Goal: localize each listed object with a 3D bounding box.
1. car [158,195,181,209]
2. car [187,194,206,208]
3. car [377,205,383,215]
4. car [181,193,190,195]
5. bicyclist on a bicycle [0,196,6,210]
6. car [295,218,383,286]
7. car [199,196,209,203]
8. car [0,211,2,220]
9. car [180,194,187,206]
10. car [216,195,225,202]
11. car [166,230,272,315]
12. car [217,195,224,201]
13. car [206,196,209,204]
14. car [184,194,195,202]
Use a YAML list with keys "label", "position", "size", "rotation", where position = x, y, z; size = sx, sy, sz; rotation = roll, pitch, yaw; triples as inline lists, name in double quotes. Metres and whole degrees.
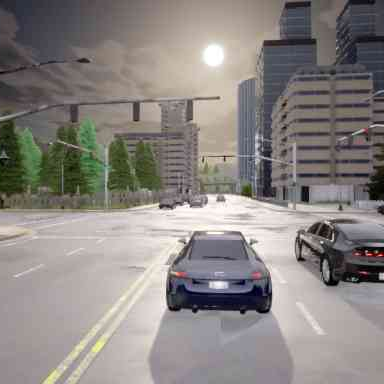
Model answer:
- label: "car"
  position: [-3.163, 1.547, 44.708]
  size: [2.033, 1.411, 5.357]
  rotation: [0, 0, 5]
- label: "car"
  position: [0.704, 1.505, 48.922]
  size: [1.837, 1.490, 4.892]
  rotation: [0, 0, 5]
- label: "car"
  position: [20.362, 1.478, 31.592]
  size: [5.008, 1.535, 1.882]
  rotation: [0, 0, 5]
- label: "car"
  position: [-1.416, 1.221, 64.884]
  size: [2.150, 2.045, 5.566]
  rotation: [0, 0, 5]
- label: "bicyclist on a bicycle"
  position: [-22.317, 1.301, 38.934]
  size: [0.582, 1.620, 1.656]
  rotation: [0, 0, 5]
- label: "car"
  position: [4.230, 1.505, 9.318]
  size: [1.837, 1.490, 4.892]
  rotation: [0, 0, 4]
- label: "car"
  position: [2.424, 1.505, 68.383]
  size: [1.837, 1.490, 4.892]
  rotation: [0, 0, 5]
- label: "car"
  position: [-16.323, 1.478, 23.906]
  size: [5.008, 1.535, 1.882]
  rotation: [0, 0, 5]
- label: "car"
  position: [-2.315, 1.547, 54.747]
  size: [2.033, 1.411, 5.357]
  rotation: [0, 0, 5]
- label: "car"
  position: [6.578, 1.553, 75.905]
  size: [1.994, 1.385, 4.181]
  rotation: [0, 0, 5]
- label: "car"
  position: [0.598, 1.564, 7.703]
  size: [1.994, 1.385, 4.181]
  rotation: [0, 0, 4]
- label: "car"
  position: [7.408, 1.500, 85.820]
  size: [1.837, 1.490, 4.892]
  rotation: [0, 0, 5]
- label: "car"
  position: [1.484, 1.352, 58.013]
  size: [2.097, 1.767, 4.553]
  rotation: [0, 0, 5]
- label: "car"
  position: [-0.538, 1.355, 74.836]
  size: [2.097, 1.767, 4.553]
  rotation: [0, 0, 5]
